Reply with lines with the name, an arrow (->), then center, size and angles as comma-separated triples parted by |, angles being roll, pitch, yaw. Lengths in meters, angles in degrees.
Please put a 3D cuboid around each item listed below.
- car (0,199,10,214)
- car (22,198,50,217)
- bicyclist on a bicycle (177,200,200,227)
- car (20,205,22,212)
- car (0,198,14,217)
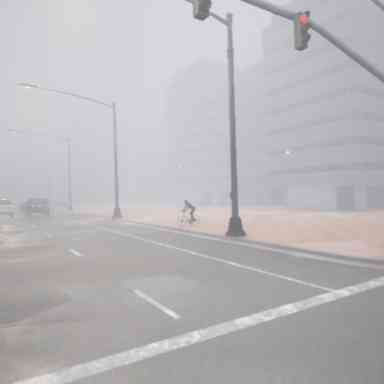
car -> -26.942, 1.983, 46.567 | 2.150, 2.045, 5.566 | -2, 0, -31
car -> -17.952, 1.725, 38.531 | 2.150, 2.045, 5.566 | -2, 0, -31
bicyclist on a bicycle -> -0.220, 1.296, 20.523 | 1.656, 1.620, 0.582 | -2, 0, -31
car -> -23.555, 2.209, 47.680 | 2.033, 1.411, 5.357 | -2, 0, -31
car -> -21.439, 1.827, 37.529 | 2.150, 2.045, 5.566 | -2, 0, -32
